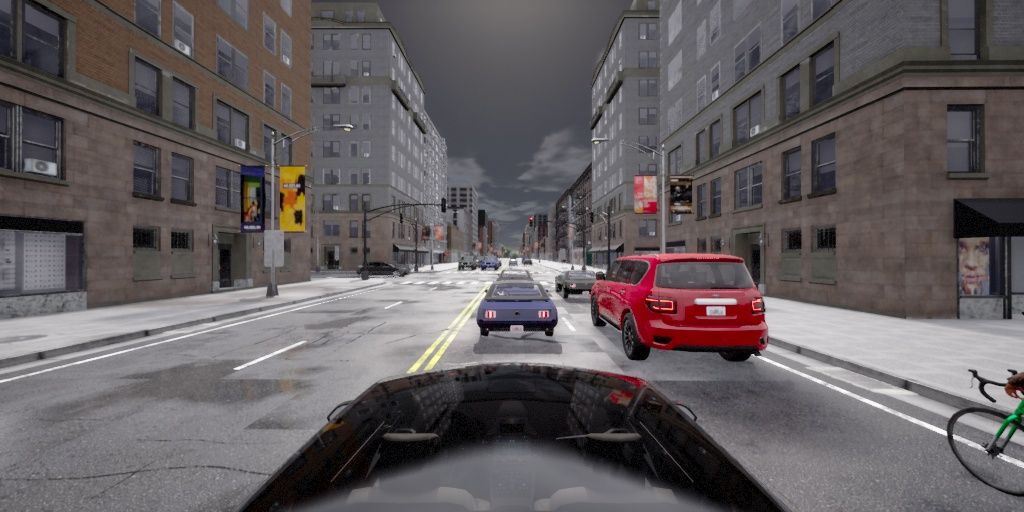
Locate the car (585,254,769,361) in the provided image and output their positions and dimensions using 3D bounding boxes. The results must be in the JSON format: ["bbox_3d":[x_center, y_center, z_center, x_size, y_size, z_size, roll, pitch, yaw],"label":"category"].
[{"bbox_3d":[3.346,0.972,8.414,2.150,2.045,5.566,0,0,2],"label":"car"}]

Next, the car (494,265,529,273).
[{"bbox_3d":[0.159,1.355,19.443,1.895,1.301,4.718,0,0,0],"label":"car"}]

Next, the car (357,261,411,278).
[{"bbox_3d":[-12.001,1.250,33.715,4.892,1.490,1.837,0,0,0],"label":"car"}]

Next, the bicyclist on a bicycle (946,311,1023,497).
[{"bbox_3d":[4.149,1.203,2.603,0.582,1.620,1.656,0,0,0],"label":"bicyclist on a bicycle"}]

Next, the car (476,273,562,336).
[{"bbox_3d":[0.128,1.352,10.338,1.895,1.301,4.718,0,0,0],"label":"car"}]

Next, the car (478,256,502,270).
[{"bbox_3d":[-3.140,0.990,51.744,2.150,2.045,5.566,0,0,2],"label":"car"}]

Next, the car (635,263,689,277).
[{"bbox_3d":[15.181,1.411,36.469,4.718,1.301,1.895,0,0,0],"label":"car"}]

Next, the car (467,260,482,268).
[{"bbox_3d":[-6.367,1.335,61.449,1.994,1.385,4.181,0,0,0],"label":"car"}]

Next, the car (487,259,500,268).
[{"bbox_3d":[-3.114,1.297,61.261,1.812,1.442,4.674,0,0,1],"label":"car"}]

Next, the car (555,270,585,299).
[{"bbox_3d":[3.305,1.354,18.183,1.895,1.301,4.718,0,0,0],"label":"car"}]

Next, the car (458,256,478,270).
[{"bbox_3d":[-6.415,0.990,52.043,2.150,2.045,5.566,0,0,0],"label":"car"}]
